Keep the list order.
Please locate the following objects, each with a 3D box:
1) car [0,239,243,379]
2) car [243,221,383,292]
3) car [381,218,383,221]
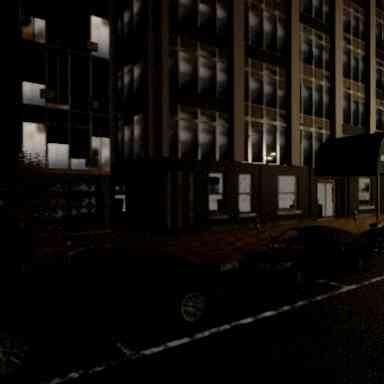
[{"bbox_3d":[-1.513,1.539,5.482,4.507,1.381,1.887,0,0,-35],"label":"car"},{"bbox_3d":[3.128,1.558,8.790,4.206,1.307,1.802,0,0,-35],"label":"car"},{"bbox_3d":[7.767,1.507,12.097,4.403,1.369,2.008,0,0,-35],"label":"car"}]
